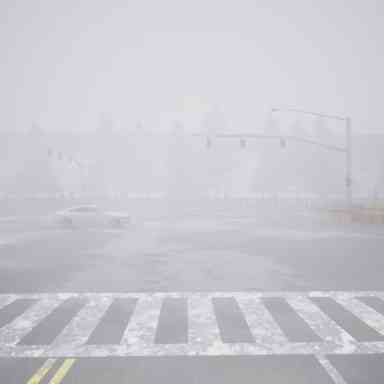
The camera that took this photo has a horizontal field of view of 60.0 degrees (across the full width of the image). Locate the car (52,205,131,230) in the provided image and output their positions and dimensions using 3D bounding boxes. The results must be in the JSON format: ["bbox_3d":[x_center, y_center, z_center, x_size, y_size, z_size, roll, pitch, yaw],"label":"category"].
[{"bbox_3d":[-6.162,1.525,20.621,4.674,1.442,1.812,0,0,-2],"label":"car"}]

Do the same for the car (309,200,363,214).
[{"bbox_3d":[15.416,1.546,35.488,5.357,1.411,2.033,0,0,-2],"label":"car"}]
